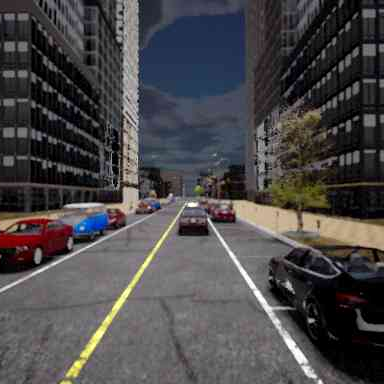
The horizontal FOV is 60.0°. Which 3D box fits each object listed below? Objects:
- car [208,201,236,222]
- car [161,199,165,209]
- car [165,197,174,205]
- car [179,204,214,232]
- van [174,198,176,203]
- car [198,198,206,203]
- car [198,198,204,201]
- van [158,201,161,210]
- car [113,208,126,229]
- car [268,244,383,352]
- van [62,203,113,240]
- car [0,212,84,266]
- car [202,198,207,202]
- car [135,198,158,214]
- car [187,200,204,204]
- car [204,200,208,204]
[{"bbox_3d":[2.678,1.708,29.055,1.967,1.590,4.097,0,-1,0],"label":"car"},{"bbox_3d":[-5.717,2.035,51.832,1.947,1.339,4.313,0,-1,0],"label":"car"},{"bbox_3d":[-5.730,2.192,74.429,1.752,1.417,4.829,0,0,0],"label":"car"},{"bbox_3d":[0.093,1.748,21.596,2.033,1.411,5.357,0,-1,0],"label":"car"},{"bbox_3d":[-5.736,2.107,85.985,1.690,1.788,3.998,0,0,0],"label":"van"},{"bbox_3d":[2.640,2.366,91.663,2.008,1.369,4.403,0,0,0],"label":"car"},{"bbox_3d":[2.651,2.108,74.589,1.967,1.590,4.097,0,0,0],"label":"car"},{"bbox_3d":[-5.713,1.760,46.142,1.690,1.788,3.998,0,-1,0],"label":"van"},{"bbox_3d":[-5.701,1.798,23.372,1.802,1.307,4.206,0,-1,0],"label":"car"},{"bbox_3d":[2.690,1.626,6.288,1.947,1.339,4.313,0,-1,0],"label":"car"},{"bbox_3d":[-5.696,1.506,17.682,1.690,1.788,3.998,0,-1,0],"label":"van"},{"bbox_3d":[-5.694,1.657,11.988,1.887,1.381,4.507,0,-1,0],"label":"car"},{"bbox_3d":[2.667,1.946,46.300,1.752,1.417,4.829,0,-1,0],"label":"car"},{"bbox_3d":[-5.710,1.809,40.448,1.967,1.590,4.097,0,-1,0],"label":"car"},{"bbox_3d":[0.076,1.963,39.698,1.895,1.301,4.718,0,-1,0],"label":"car"},{"bbox_3d":[2.670,1.951,40.437,1.802,1.307,4.206,0,-1,0],"label":"car"}]
